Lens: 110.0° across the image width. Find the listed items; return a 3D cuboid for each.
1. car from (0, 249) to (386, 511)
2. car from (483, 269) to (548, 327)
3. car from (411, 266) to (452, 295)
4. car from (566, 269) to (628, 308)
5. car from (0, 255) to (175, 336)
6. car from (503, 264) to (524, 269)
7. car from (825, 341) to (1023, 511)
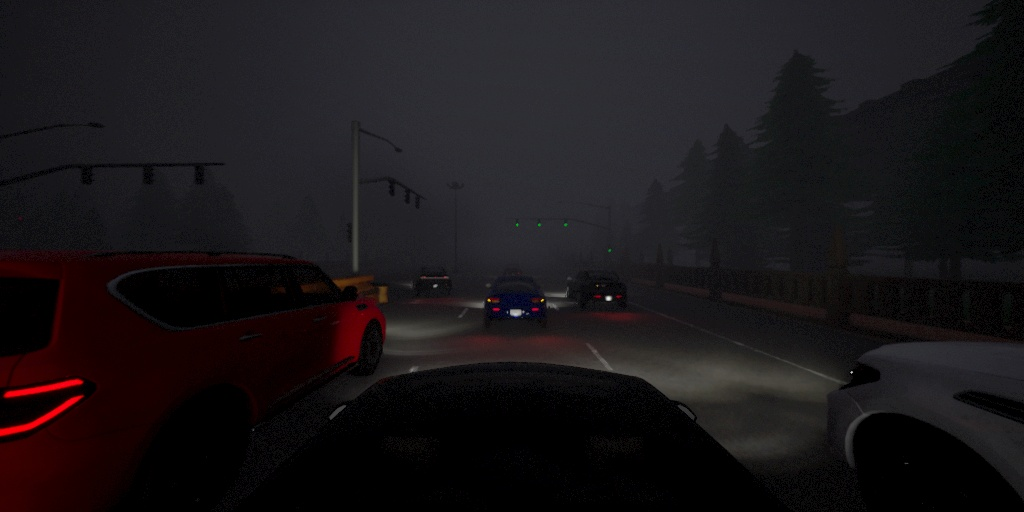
[{"bbox_3d":[-3.400,0.983,4.299,2.150,2.045,5.566,0,0,0],"label":"car"},{"bbox_3d":[0.102,1.324,11.681,1.812,1.442,4.674,0,0,0],"label":"car"},{"bbox_3d":[-4.664,1.335,20.593,2.128,1.511,4.902,0,0,-18],"label":"car"},{"bbox_3d":[3.603,1.324,15.788,1.837,1.490,4.892,0,0,0],"label":"car"},{"bbox_3d":[-14.048,1.019,10.990,2.150,2.045,5.566,0,-1,0],"label":"car"},{"bbox_3d":[0.105,1.433,33.932,1.812,1.442,4.674,0,0,0],"label":"car"},{"bbox_3d":[3.600,0.966,0.473,2.150,2.045,5.566,0,0,0],"label":"car"}]
